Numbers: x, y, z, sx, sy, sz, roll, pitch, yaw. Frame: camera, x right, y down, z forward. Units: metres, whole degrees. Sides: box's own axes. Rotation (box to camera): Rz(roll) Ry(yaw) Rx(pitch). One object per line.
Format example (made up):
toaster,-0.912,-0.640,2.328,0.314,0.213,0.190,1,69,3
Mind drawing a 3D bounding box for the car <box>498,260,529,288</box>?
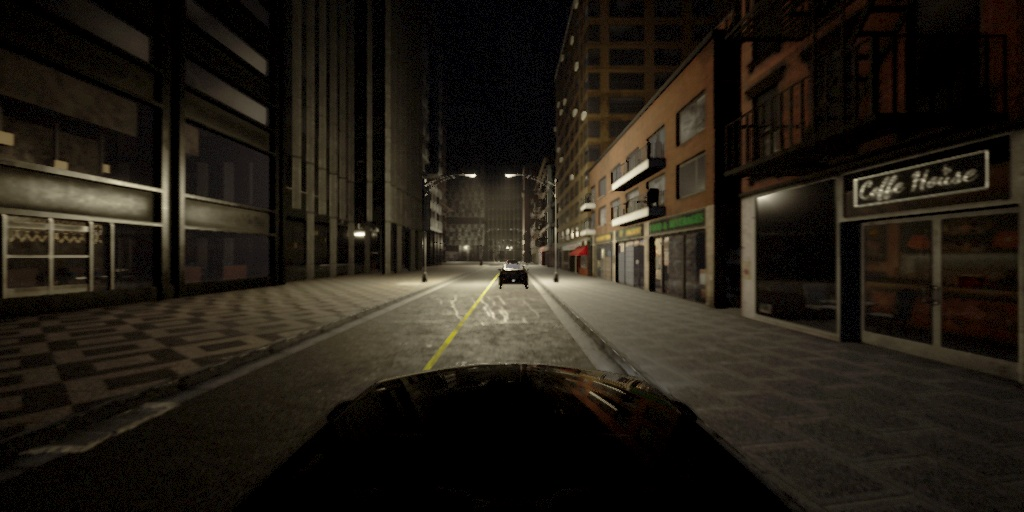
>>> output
car,0.091,1.251,23.802,2.128,1.511,4.902,0,0,0
